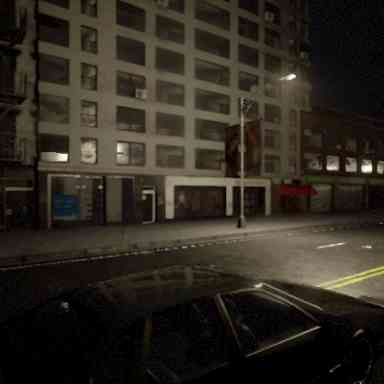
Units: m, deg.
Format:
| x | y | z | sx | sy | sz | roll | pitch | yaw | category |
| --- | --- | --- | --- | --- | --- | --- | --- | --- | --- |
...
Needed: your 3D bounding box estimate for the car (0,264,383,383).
| x | y | z | sx | sy | sz | roll | pitch | yaw | category |
| --- | --- | --- | --- | --- | --- | --- | --- | --- | --- |
| 0.001 | 1.539 | 3.443 | 5.357 | 1.411 | 2.033 | 0 | 0 | -35 | car |
